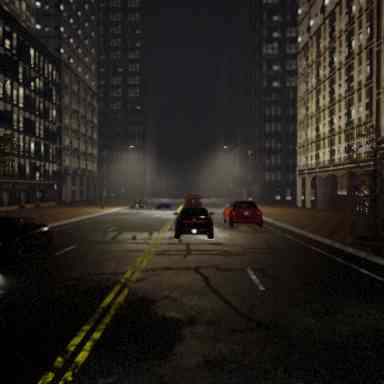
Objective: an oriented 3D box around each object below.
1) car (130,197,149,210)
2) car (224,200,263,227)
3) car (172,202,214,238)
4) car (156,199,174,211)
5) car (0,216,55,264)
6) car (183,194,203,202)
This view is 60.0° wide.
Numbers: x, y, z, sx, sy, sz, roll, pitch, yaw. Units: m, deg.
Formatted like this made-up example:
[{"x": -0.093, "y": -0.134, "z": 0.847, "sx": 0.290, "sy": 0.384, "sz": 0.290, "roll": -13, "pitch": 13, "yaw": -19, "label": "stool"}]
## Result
[{"x": -6.573, "y": 1.477, "z": 42.213, "sx": 1.837, "sy": 1.490, "sz": 4.892, "roll": 0, "pitch": 0, "yaw": 0, "label": "car"}, {"x": 3.357, "y": 1.342, "z": 22.569, "sx": 2.097, "sy": 1.767, "sz": 4.553, "roll": 0, "pitch": 0, "yaw": 0, "label": "car"}, {"x": 0.105, "y": 1.500, "z": 17.509, "sx": 1.837, "sy": 1.490, "sz": 4.892, "roll": 0, "pitch": 0, "yaw": 0, "label": "car"}, {"x": -3.327, "y": 1.575, "z": 41.214, "sx": 1.895, "sy": 1.301, "sz": 4.718, "roll": 0, "pitch": 0, "yaw": 0, "label": "car"}, {"x": -6.497, "y": 1.561, "z": 11.706, "sx": 1.994, "sy": 1.385, "sz": 4.181, "roll": 0, "pitch": 0, "yaw": 0, "label": "car"}, {"x": 0.112, "y": 1.197, "z": 41.066, "sx": 2.150, "sy": 2.045, "sz": 5.566, "roll": 0, "pitch": 0, "yaw": 0, "label": "car"}]
